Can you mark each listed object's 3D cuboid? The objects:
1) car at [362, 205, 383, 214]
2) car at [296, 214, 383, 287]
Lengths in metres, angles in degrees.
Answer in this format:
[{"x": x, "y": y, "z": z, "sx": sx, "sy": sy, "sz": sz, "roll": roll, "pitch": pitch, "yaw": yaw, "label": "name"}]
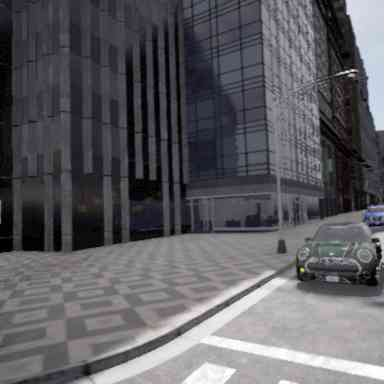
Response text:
[{"x": 16.244, "y": 2.198, "z": 28.870, "sx": 2.150, "sy": 2.045, "sz": 5.566, "roll": -4, "pitch": -4, "yaw": 32, "label": "car"}, {"x": 4.897, "y": 1.782, "z": 10.798, "sx": 2.097, "sy": 1.767, "sz": 4.553, "roll": -4, "pitch": -4, "yaw": 32, "label": "car"}]
